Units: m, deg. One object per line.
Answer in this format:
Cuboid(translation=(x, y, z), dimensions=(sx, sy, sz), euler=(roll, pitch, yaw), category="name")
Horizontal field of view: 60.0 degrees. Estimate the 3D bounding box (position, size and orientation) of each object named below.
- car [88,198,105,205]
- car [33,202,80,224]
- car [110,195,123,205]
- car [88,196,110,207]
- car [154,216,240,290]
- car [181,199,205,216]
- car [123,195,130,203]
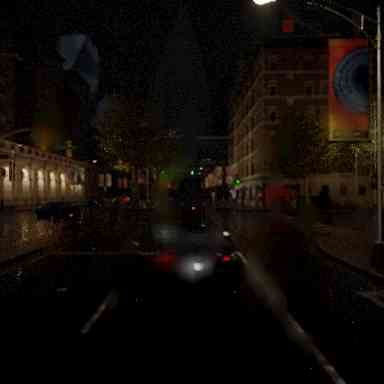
Cuboid(translation=(-18.220, 1.744, 63.444), dimensions=(1.895, 1.301, 4.718), euler=(0, 0, 0), category="car")
Cuboid(translation=(-10.587, 1.538, 25.826), dimensions=(5.008, 1.535, 1.882), euler=(0, -1, 43), category="car")
Cuboid(translation=(-14.971, 1.499, 62.533), dimensions=(2.097, 1.767, 4.553), euler=(0, 0, 0), category="car")
Cuboid(translation=(-14.993, 1.629, 52.687), dimensions=(1.837, 1.490, 4.892), euler=(0, 0, 0), category="car")
Cuboid(translation=(0.106, 1.586, 9.139), dimensions=(1.994, 1.385, 4.181), euler=(0, 0, 0), category="car")
Cuboid(translation=(0.113, 1.425, 30.690), dimensions=(2.097, 1.767, 4.553), euler=(0, 0, 0), category="car")
Cuboid(translation=(-14.967, 1.527, 72.793), dimensions=(2.097, 1.767, 4.553), euler=(0, 0, 0), category="car")
